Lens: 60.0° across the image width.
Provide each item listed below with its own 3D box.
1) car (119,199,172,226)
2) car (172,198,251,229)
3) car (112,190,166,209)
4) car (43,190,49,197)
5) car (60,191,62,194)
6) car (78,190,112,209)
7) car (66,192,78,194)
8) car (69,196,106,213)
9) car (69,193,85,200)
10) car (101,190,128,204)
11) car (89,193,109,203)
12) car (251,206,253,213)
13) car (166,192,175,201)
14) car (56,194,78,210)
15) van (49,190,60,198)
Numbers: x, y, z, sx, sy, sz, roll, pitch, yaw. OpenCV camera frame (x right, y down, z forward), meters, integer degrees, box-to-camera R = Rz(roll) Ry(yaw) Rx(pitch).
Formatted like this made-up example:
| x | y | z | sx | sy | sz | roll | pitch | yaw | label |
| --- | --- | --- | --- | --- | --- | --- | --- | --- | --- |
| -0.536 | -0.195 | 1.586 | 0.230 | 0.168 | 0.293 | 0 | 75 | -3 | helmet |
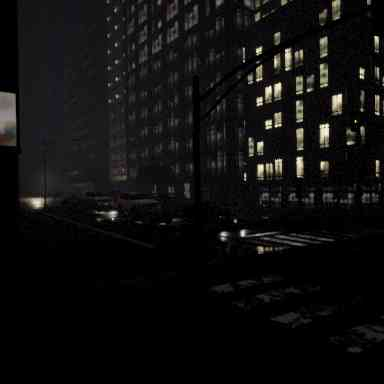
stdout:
| x | y | z | sx | sy | sz | roll | pitch | yaw | label |
| --- | --- | --- | --- | --- | --- | --- | --- | --- | --- |
| -2.920 | 1.453 | 22.366 | 2.008 | 1.369 | 4.403 | -1 | 1 | -35 | car |
| 1.089 | 1.380 | 21.042 | 2.128 | 1.511 | 4.902 | -1 | 1 | -35 | car |
| -4.867 | 1.019 | 29.692 | 2.150 | 2.045 | 5.566 | -1 | 1 | -35 | car |
| -35.643 | 0.685 | 84.647 | 2.008 | 1.369 | 4.403 | -1 | 1 | -35 | car |
| -26.049 | 0.730 | 70.704 | 1.967 | 1.590 | 4.097 | -1 | 1 | -35 | car |
| -10.932 | 0.925 | 38.526 | 2.150 | 2.045 | 5.566 | -1 | 1 | -35 | car |
| -19.323 | 1.080 | 56.175 | 1.895 | 1.301 | 4.718 | -1 | 1 | -35 | car |
| -10.542 | 1.352 | 33.392 | 1.947 | 1.339 | 4.313 | -1 | 1 | -35 | car |
| -22.851 | 0.886 | 66.058 | 1.887 | 1.381 | 4.507 | -1 | 1 | -35 | car |
| -12.022 | 0.730 | 51.035 | 2.150 | 2.045 | 5.566 | -1 | 1 | -35 | car |
| -15.944 | 0.916 | 56.799 | 1.882 | 1.535 | 5.008 | -1 | 1 | -35 | car |
| 3.080 | 1.275 | 28.311 | 1.752 | 1.417 | 4.829 | -1 | 1 | -35 | car |
| -3.663 | 0.960 | 38.173 | 2.192 | 1.841 | 5.009 | -1 | 1 | -35 | car |
| -13.741 | 1.287 | 38.039 | 2.008 | 1.369 | 4.403 | -1 | 1 | -35 | car |
| -32.445 | 0.528 | 79.997 | 1.690 | 1.788 | 3.998 | -1 | 1 | -35 | van |
